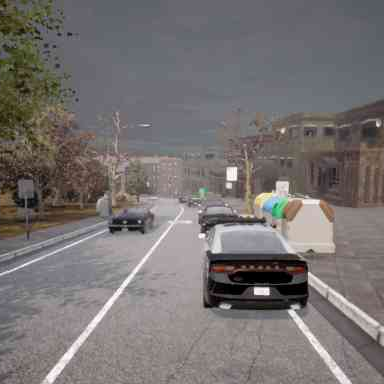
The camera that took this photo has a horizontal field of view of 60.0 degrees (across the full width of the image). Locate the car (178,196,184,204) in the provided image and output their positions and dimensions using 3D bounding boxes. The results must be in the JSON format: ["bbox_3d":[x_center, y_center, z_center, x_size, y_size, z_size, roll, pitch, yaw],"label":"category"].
[{"bbox_3d":[-1.245,1.357,60.169,1.994,1.385,4.181,-1,0,-11],"label":"car"}]

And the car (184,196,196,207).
[{"bbox_3d":[0.298,1.365,46.843,1.812,1.442,4.674,0,0,-5],"label":"car"}]

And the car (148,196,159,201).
[{"bbox_3d":[-9.108,1.481,77.811,1.895,1.301,4.718,-2,0,-17],"label":"car"}]

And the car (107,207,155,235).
[{"bbox_3d":[-3.248,1.541,18.534,1.895,1.301,4.718,0,0,1],"label":"car"}]

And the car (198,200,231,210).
[{"bbox_3d":[1.392,1.424,17.927,1.882,1.535,5.008,0,0,1],"label":"car"}]

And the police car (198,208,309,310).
[{"bbox_3d":[1.187,1.402,7.990,1.930,1.638,5.238,0,0,1],"label":"police car"}]

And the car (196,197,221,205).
[{"bbox_3d":[1.514,1.278,23.921,2.097,1.767,4.553,0,0,1],"label":"car"}]
